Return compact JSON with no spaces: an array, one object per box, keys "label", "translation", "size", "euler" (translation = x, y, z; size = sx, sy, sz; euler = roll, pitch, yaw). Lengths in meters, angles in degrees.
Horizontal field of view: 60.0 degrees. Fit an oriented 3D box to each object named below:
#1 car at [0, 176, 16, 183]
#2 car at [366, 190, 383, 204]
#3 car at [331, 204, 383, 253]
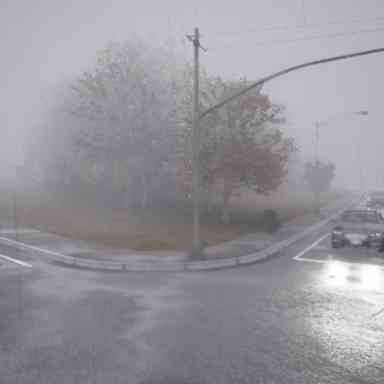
[{"label":"car","translation":[-44.181,-2.974,79.637],"size":[2.033,1.411,5.357],"euler":[0,3,-6]},{"label":"car","translation":[19.655,0.637,35.063],"size":[2.097,1.767,4.553],"euler":[0,3,31]},{"label":"car","translation":[7.087,1.497,13.988],"size":[2.128,1.511,4.902],"euler":[0,1,31]}]
